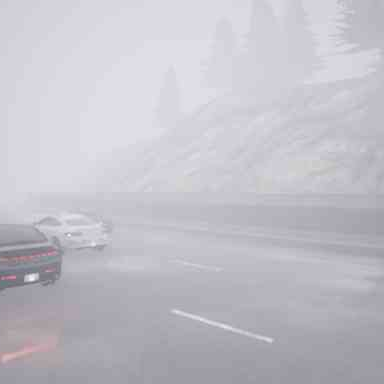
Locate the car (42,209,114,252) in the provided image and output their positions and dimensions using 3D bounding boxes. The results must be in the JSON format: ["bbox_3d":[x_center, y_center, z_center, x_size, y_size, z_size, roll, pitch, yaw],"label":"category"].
[{"bbox_3d":[-5.134,1.576,13.191,4.674,1.442,1.812,0,-1,43],"label":"car"}]

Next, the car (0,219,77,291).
[{"bbox_3d":[-5.139,1.517,8.493,4.892,1.490,1.837,0,0,41],"label":"car"}]

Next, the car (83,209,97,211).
[{"bbox_3d":[-6.312,1.648,19.192,4.181,1.385,1.994,0,-1,45],"label":"car"}]
